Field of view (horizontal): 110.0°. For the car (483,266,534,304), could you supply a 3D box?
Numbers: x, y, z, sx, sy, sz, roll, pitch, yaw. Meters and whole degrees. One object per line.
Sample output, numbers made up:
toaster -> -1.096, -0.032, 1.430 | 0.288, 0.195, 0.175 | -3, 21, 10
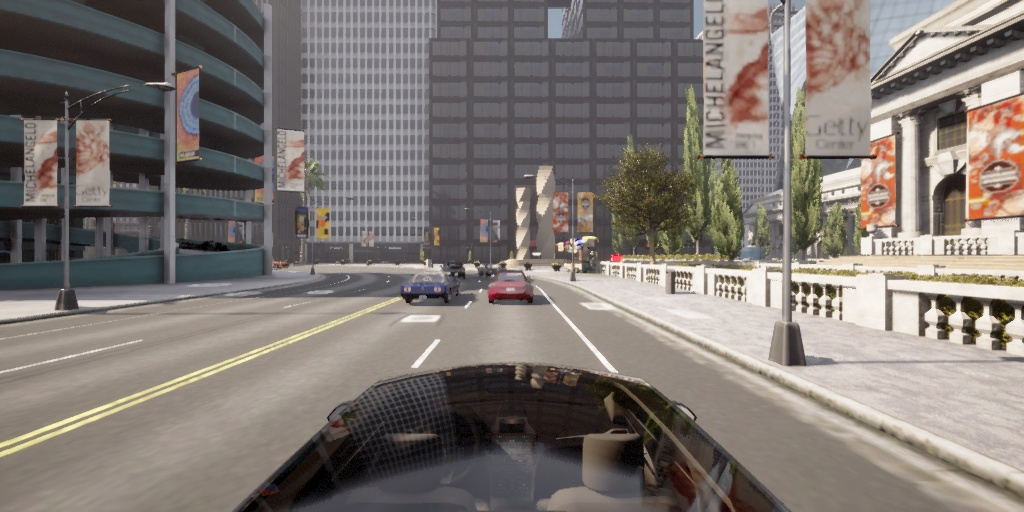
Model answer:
car -> -0.053, 1.322, 16.504 | 1.994, 1.385, 4.181 | 0, 0, 0

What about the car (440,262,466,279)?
car -> -5.270, 1.266, 31.841 | 1.837, 1.490, 4.892 | 0, 0, -17

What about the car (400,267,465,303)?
car -> -3.553, 1.366, 16.531 | 1.895, 1.301, 4.718 | 0, 0, 0

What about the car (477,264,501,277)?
car -> -1.926, 1.366, 32.874 | 1.895, 1.301, 4.718 | 0, 0, -17
